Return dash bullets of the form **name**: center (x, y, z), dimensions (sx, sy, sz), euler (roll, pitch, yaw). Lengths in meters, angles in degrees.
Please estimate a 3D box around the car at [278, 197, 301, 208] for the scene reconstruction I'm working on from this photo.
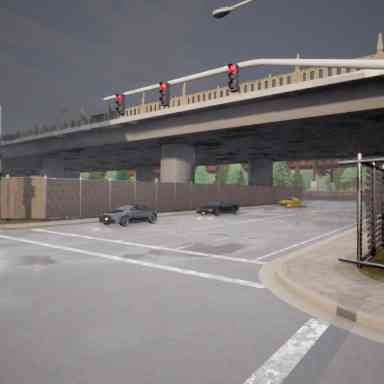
- **car**: center (13.913, 1.481, 47.178), dimensions (1.882, 1.535, 5.008), euler (0, 0, 38)

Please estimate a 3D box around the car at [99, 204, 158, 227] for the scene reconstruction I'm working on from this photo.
- **car**: center (-4.339, 1.561, 23.102), dimensions (1.994, 1.385, 4.181), euler (0, 0, 37)

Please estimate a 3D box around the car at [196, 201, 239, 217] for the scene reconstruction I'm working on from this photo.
- **car**: center (2.631, 1.547, 32.330), dimensions (2.033, 1.411, 5.357), euler (0, 0, 37)
